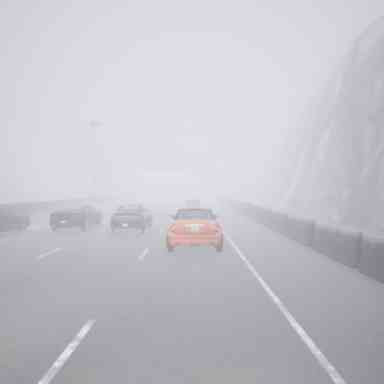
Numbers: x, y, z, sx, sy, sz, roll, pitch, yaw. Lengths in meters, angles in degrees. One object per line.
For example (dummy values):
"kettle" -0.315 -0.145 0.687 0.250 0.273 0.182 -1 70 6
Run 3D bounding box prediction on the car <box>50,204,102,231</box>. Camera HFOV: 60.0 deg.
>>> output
"car" -6.893 1.439 20.297 1.882 1.535 5.008 0 0 0

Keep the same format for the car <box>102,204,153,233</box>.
"car" -3.393 1.458 19.315 2.128 1.511 4.902 0 0 0

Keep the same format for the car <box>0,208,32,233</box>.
"car" -10.394 1.524 17.188 2.033 1.411 5.357 0 0 0

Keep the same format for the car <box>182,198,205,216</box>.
"car" 0.111 1.413 32.312 2.033 1.411 5.357 0 1 0

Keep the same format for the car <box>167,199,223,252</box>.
"car" 0.105 1.341 14.094 2.097 1.767 4.553 0 0 0
